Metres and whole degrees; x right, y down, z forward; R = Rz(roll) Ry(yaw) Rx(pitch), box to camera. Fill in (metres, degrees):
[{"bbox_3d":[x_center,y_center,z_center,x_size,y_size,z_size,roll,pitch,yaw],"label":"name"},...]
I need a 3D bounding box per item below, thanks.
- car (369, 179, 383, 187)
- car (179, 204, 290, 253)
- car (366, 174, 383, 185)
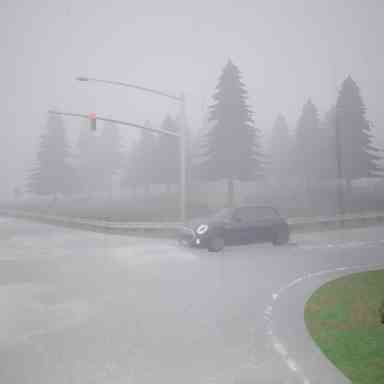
[{"bbox_3d":[23.185,-0.776,38.567,1.882,1.535,5.008,0,4,-1],"label":"car"},{"bbox_3d":[1.745,1.346,13.759,4.553,1.767,2.097,-1,0,-25],"label":"car"},{"bbox_3d":[28.057,-2.127,51.174,2.150,2.045,5.566,0,5,25],"label":"car"}]
